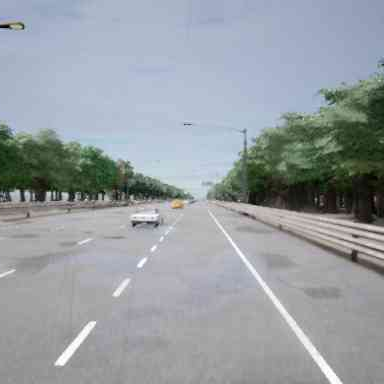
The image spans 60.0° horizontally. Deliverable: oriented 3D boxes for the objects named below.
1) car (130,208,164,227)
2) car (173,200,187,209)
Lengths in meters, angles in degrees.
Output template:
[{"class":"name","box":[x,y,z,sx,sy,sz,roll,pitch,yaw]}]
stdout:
[{"class":"car","box":[-3.181,1.808,24.531,1.895,1.301,4.718,1,-1,1]},{"class":"car","box":[-2.494,2.310,61.400,1.882,1.535,5.008,1,-1,1]}]
